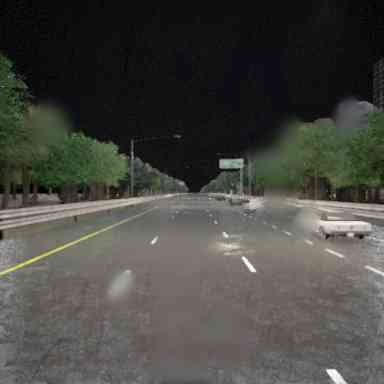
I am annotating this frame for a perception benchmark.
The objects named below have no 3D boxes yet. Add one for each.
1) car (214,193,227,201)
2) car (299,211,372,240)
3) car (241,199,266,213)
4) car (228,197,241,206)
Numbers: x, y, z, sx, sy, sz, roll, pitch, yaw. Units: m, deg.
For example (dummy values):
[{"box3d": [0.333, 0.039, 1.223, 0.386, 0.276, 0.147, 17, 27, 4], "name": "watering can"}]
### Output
[{"box3d": [7.395, 1.530, 85.621, 1.837, 1.490, 4.892, 0, 0, 1], "name": "car"}, {"box3d": [7.015, 1.611, 16.911, 1.895, 1.301, 4.718, 0, 0, 0], "name": "car"}, {"box3d": [7.076, 1.557, 37.843, 1.812, 1.442, 4.674, 0, 0, 0], "name": "car"}, {"box3d": [7.166, 1.525, 55.484, 2.128, 1.511, 4.902, 0, 0, 0], "name": "car"}]
